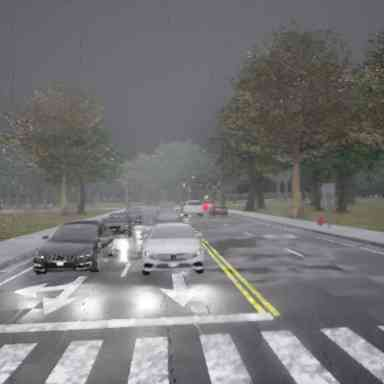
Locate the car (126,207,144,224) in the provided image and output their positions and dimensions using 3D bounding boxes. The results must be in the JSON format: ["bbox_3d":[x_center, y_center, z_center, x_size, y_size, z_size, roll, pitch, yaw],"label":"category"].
[{"bbox_3d":[-5.637,2.264,31.850,1.837,1.490,4.892,-1,-1,-5],"label":"car"}]

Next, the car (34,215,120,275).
[{"bbox_3d":[-3.936,1.825,11.822,1.837,1.490,4.892,-1,-1,-5],"label":"car"}]

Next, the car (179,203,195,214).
[{"bbox_3d":[-0.821,2.586,52.895,2.128,1.511,4.902,-1,-1,-5],"label":"car"}]

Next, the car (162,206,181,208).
[{"bbox_3d":[-2.376,2.185,31.921,1.882,1.535,5.008,-1,-1,-5],"label":"car"}]

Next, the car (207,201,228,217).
[{"bbox_3d":[3.372,2.317,42.506,2.128,1.511,4.902,-1,-1,-4],"label":"car"}]

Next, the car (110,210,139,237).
[{"bbox_3d":[-4.770,2.099,21.631,1.994,1.385,4.181,-1,-1,-5],"label":"car"}]

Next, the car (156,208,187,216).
[{"bbox_3d":[-1.507,2.007,21.557,1.812,1.442,4.674,-1,-1,-5],"label":"car"}]

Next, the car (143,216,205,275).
[{"bbox_3d":[-0.649,1.787,11.557,1.812,1.442,4.674,-1,-1,-3],"label":"car"}]

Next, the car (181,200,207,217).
[{"bbox_3d":[0.148,2.090,42.060,2.150,2.045,5.566,-1,-1,-4],"label":"car"}]

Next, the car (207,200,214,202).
[{"bbox_3d":[2.453,2.258,52.656,2.150,2.045,5.566,-1,-1,-5],"label":"car"}]
